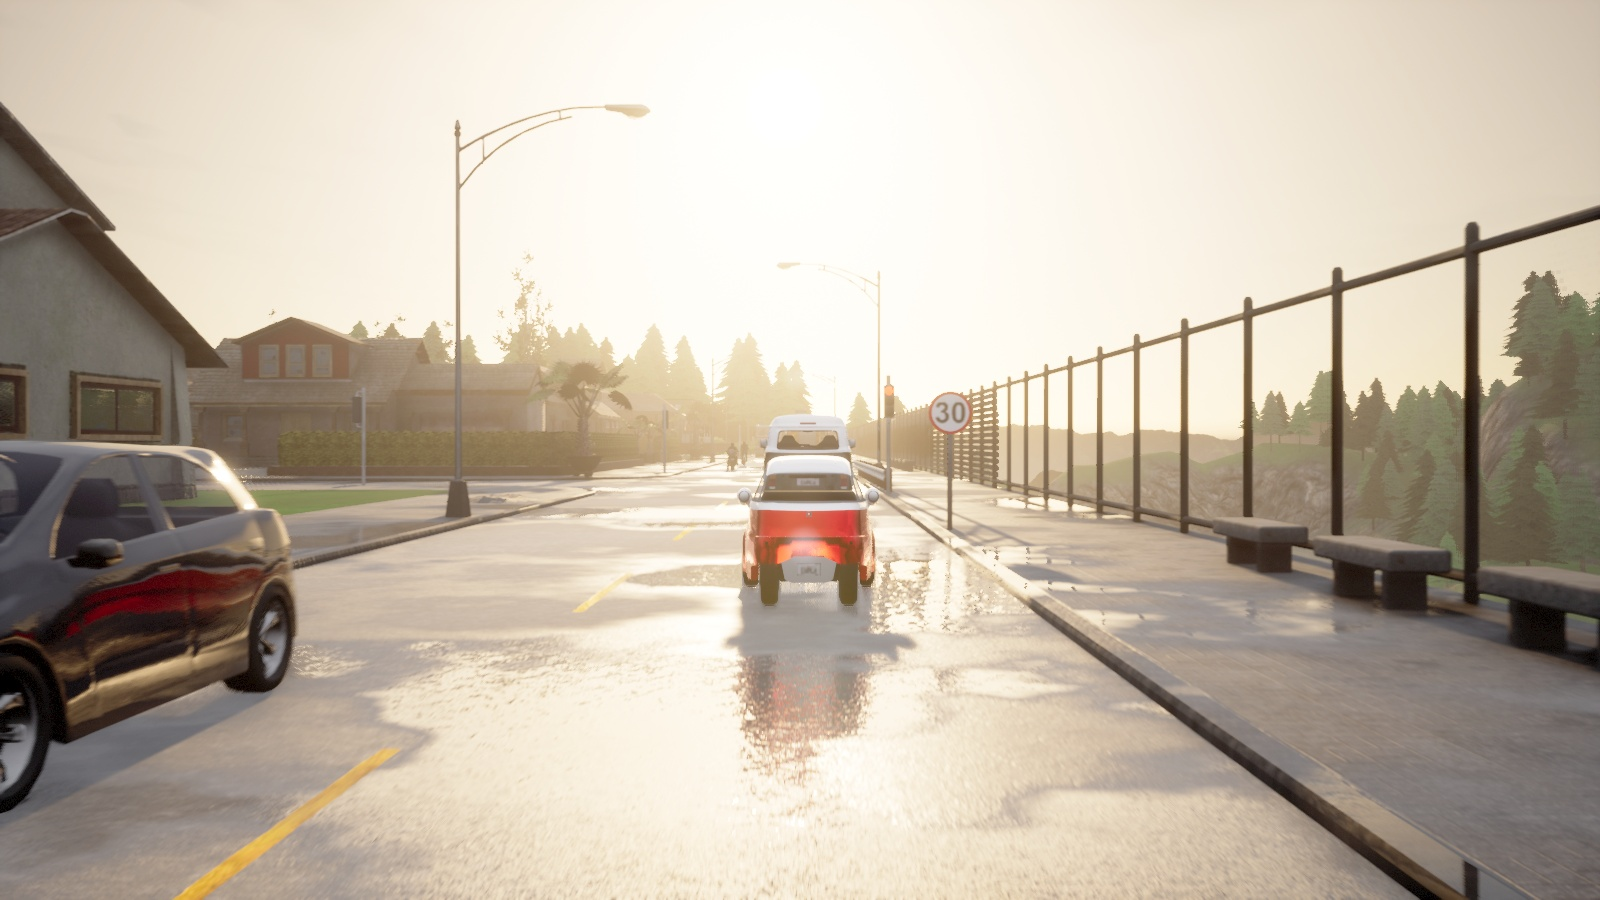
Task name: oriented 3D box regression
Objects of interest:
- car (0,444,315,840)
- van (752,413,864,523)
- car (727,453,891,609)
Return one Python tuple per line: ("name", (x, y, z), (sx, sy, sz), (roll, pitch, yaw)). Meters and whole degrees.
("car", (-3.951, 0.723, 5.999), (1.845, 1.501, 3.633), (0, 0, 0))
("van", (0.161, 0.326, 25.508), (2.069, 2.038, 4.480), (0, 0, 0))
("car", (0.086, 0.731, 12.407), (1.481, 1.376, 2.207), (0, 1, 0))
